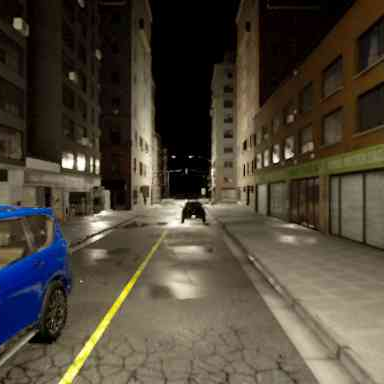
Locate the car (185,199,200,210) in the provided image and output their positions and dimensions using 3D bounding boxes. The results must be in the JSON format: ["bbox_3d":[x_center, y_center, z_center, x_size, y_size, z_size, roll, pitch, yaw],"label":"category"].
[{"bbox_3d":[0.120,1.639,44.199,1.895,1.301,4.718,0,0,0],"label":"car"}]

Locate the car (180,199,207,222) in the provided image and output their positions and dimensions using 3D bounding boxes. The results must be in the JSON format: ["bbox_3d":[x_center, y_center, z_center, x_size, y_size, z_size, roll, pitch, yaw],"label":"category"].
[{"bbox_3d":[0.111,1.528,26.543,1.837,1.490,4.892,0,0,0],"label":"car"}]

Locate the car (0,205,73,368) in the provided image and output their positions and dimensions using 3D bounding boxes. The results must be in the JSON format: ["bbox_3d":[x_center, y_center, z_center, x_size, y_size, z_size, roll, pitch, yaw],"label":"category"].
[{"bbox_3d":[-3.100,1.224,3.483,2.150,2.045,5.566,0,0,0],"label":"car"}]
